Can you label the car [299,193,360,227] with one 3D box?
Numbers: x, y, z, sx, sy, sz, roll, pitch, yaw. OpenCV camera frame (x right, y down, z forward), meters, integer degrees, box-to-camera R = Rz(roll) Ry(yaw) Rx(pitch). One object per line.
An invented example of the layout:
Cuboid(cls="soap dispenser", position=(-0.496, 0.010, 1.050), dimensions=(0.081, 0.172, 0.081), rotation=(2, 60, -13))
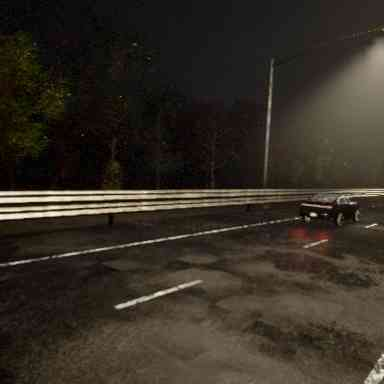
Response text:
Cuboid(cls="car", position=(7.369, 0.840, 17.530), dimensions=(2.128, 1.511, 4.902), rotation=(6, 4, 41))
